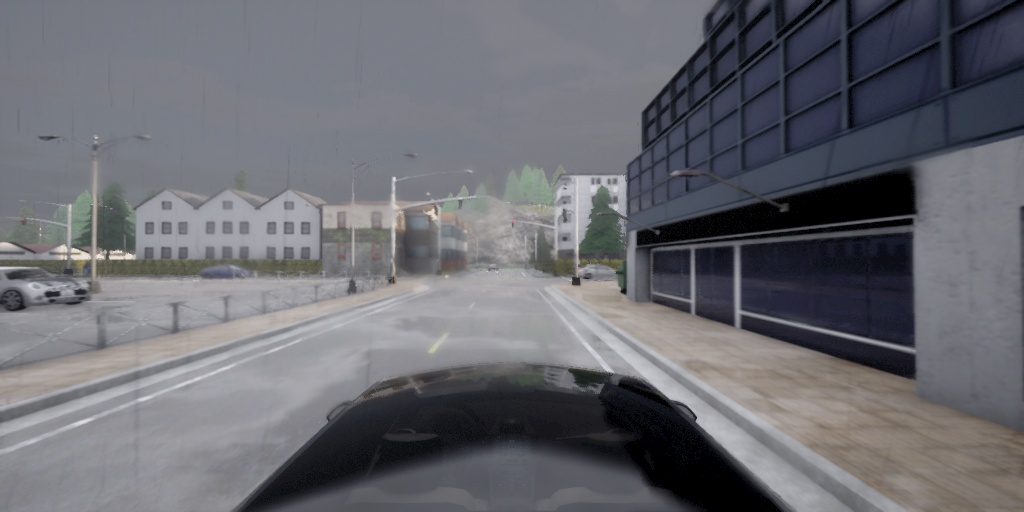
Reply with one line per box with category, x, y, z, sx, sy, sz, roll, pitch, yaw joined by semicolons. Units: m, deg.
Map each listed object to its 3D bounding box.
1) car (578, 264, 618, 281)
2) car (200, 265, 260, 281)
car;7.976;1.465;32.011;4.674;1.442;1.812;1;-1;0
car;-25.170;1.542;32.087;4.674;1.442;1.812;1;-1;0
